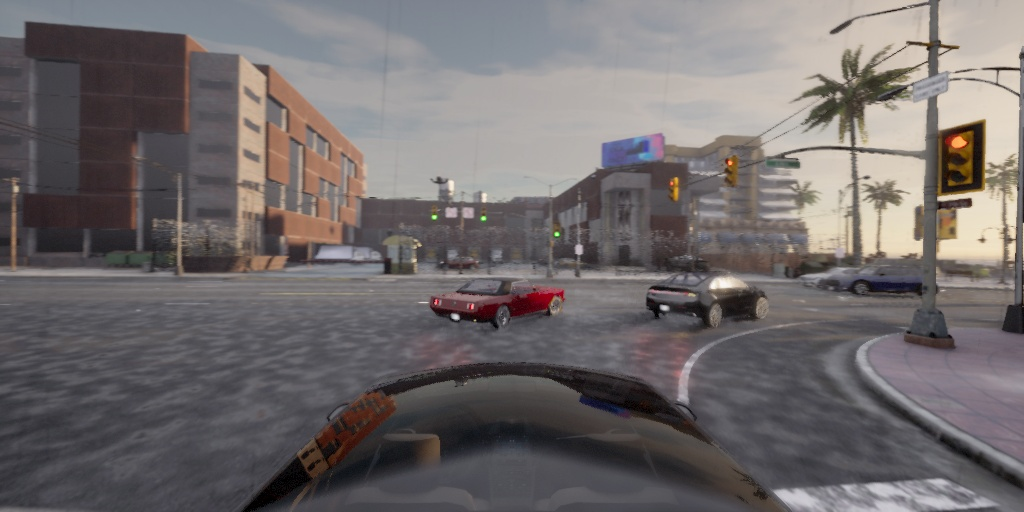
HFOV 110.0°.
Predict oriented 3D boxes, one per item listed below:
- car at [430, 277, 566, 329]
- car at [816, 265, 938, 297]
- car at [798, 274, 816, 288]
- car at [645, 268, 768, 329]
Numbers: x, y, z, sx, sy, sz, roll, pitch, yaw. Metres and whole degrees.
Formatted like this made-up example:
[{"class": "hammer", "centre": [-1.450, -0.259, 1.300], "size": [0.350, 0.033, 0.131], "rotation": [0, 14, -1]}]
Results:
[{"class": "car", "centre": [-0.155, 1.310, 11.180], "size": [1.895, 1.301, 4.718], "rotation": [1, 0, 36]}, {"class": "car", "centre": [20.648, 1.311, 20.288], "size": [4.553, 1.767, 2.097], "rotation": [1, 0, 11]}, {"class": "car", "centre": [21.815, 1.487, 23.676], "size": [4.674, 1.442, 1.812], "rotation": [1, 0, 11]}, {"class": "car", "centre": [6.378, 1.289, 11.543], "size": [4.902, 1.511, 2.128], "rotation": [1, 0, -33]}]
